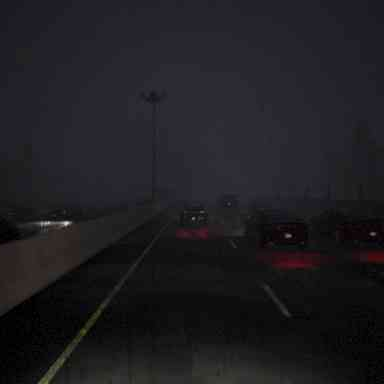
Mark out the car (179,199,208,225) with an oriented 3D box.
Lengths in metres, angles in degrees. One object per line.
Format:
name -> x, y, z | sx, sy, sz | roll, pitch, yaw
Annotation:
car -> 0.104, 1.504, 23.870 | 2.128, 1.511, 4.902 | 0, 0, 0

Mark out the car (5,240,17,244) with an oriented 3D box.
car -> -7.098, 1.510, 10.063 | 1.837, 1.490, 4.892 | 0, 0, 0

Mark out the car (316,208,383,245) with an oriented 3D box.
car -> 7.103, 1.485, 15.522 | 1.882, 1.535, 5.008 | 0, 0, 0

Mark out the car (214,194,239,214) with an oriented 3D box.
car -> 3.606, 1.237, 35.050 | 2.150, 2.045, 5.566 | 0, 0, 0

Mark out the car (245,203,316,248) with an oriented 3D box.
car -> 3.603, 1.484, 14.897 | 1.882, 1.535, 5.008 | 0, 0, 0

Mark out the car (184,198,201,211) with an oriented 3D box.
car -> 0.107, 1.567, 42.756 | 2.033, 1.411, 5.357 | 0, 0, 0

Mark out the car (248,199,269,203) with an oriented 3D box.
car -> 7.106, 1.493, 35.396 | 1.882, 1.535, 5.008 | 0, 0, 0
